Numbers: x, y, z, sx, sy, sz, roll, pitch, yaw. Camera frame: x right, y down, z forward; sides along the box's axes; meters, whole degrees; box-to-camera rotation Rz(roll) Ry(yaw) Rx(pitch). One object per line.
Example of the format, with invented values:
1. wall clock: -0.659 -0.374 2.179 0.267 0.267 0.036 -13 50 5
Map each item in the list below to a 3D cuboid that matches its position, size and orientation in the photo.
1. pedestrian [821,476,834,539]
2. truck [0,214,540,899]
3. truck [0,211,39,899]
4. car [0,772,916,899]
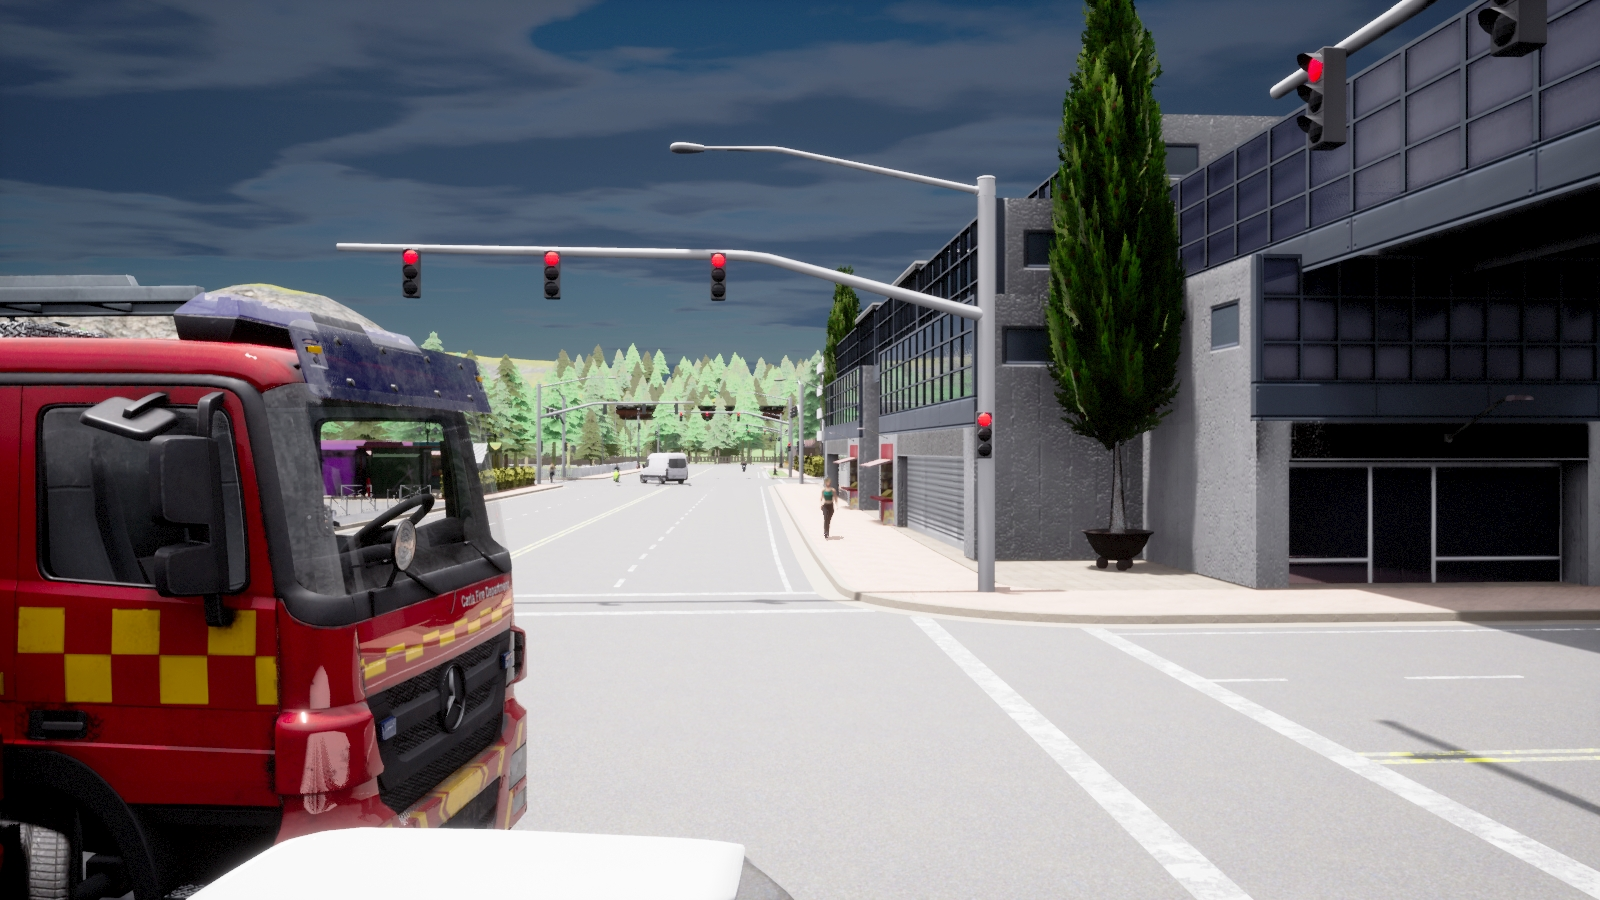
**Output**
1. pedestrian: 0.805 1.696 33.729 0.375 1.860 0.375 0 0 0
2. truck: -6.102 0.890 6.659 8.468 3.827 2.891 0 0 4
3. truck: -7.587 0.890 3.490 8.468 3.827 2.891 0 0 -3
4. car: -1.549 2.065 3.579 3.806 1.475 1.970 0 0 5
